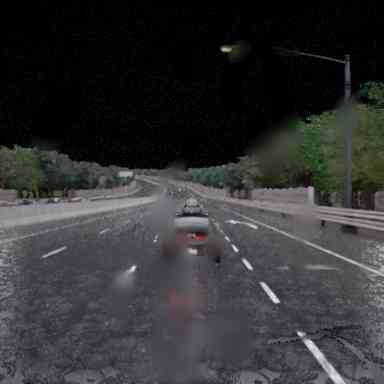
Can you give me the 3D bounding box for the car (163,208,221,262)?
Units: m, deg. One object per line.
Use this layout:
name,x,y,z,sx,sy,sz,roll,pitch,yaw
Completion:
car,0.000,1.552,12.317,1.837,1.490,4.892,0,0,0

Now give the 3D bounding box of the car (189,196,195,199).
car,-0.001,1.941,54.857,1.882,1.535,5.008,0,0,0

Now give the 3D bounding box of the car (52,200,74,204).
car,-21.026,2.032,55.531,1.994,1.385,4.181,0,0,1

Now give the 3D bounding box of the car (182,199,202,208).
car,-0.001,1.750,33.584,2.128,1.511,4.902,0,-1,0

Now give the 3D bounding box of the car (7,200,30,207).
car,-28.019,2.013,54.593,2.033,1.411,5.357,0,0,1

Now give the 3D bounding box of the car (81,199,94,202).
car,-17.530,1.972,55.524,1.837,1.490,4.892,0,0,1

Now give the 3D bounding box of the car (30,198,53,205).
car,-24.520,1.823,55.545,2.097,1.767,4.553,0,0,0
